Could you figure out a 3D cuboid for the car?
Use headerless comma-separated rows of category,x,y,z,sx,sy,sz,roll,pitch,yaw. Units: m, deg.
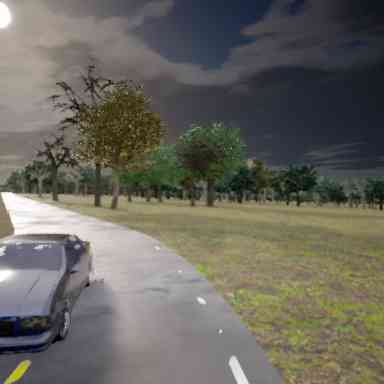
car,-3.105,1.569,6.615,2.033,1.411,5.357,1,0,-10
